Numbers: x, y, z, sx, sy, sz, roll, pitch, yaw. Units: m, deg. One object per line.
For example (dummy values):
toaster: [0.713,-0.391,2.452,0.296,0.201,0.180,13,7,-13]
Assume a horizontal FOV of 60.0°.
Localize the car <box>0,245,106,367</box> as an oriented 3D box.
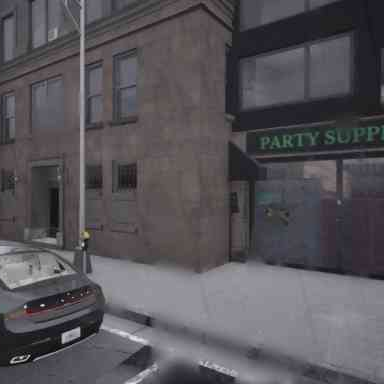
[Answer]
car: [-3.282,1.551,5.416,4.403,1.369,2.008,0,0,35]
